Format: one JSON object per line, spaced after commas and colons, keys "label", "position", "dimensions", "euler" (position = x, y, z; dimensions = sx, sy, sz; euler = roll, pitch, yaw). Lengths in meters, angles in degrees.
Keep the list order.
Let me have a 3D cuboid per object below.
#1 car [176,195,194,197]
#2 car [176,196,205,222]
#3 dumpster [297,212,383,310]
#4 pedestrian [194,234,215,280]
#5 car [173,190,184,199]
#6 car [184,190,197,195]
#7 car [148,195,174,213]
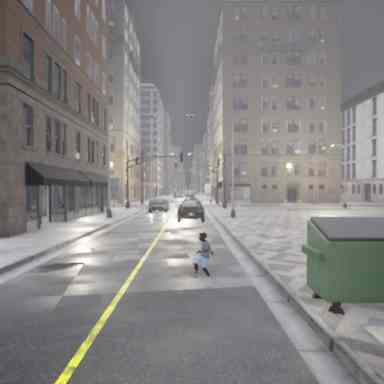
{"label": "car", "position": [-0.094, 1.294, 34.713], "dimensions": [2.033, 1.411, 5.357], "euler": [0, 0, 5]}
{"label": "car", "position": [-0.070, 1.300, 24.367], "dimensions": [1.882, 1.535, 5.008], "euler": [0, 0, 0]}
{"label": "dumpster", "position": [3.094, 1.342, 7.150], "dimensions": [1.020, 1.700, 1.940], "euler": [0, 0, 0]}
{"label": "pedestrian", "position": [0.326, 1.233, 8.262], "dimensions": [0.375, 1.860, 0.375], "euler": [0, 1, -5]}
{"label": "car", "position": [-3.472, 0.895, 79.880], "dimensions": [1.882, 1.535, 5.008], "euler": [0, 0, 0]}
{"label": "car", "position": [-0.511, 0.723, 86.566], "dimensions": [2.097, 1.767, 4.553], "euler": [0, 0, 0]}
{"label": "car", "position": [-3.206, 1.306, 33.117], "dimensions": [2.033, 1.411, 5.357], "euler": [0, 0, 0]}
